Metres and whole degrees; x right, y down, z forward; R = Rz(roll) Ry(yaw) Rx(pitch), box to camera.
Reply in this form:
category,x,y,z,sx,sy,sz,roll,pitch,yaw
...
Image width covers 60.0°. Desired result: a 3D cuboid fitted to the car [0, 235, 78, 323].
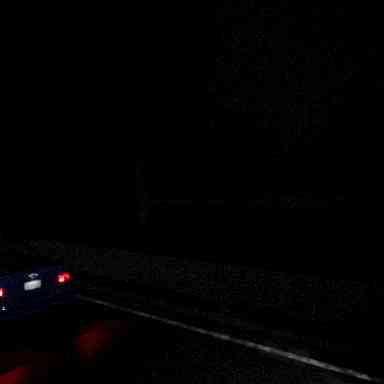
category,x,y,z,sx,sy,sz,roll,pitch,yaw
car,-4.678,1.618,7.021,5.357,1.411,2.033,-1,0,36
